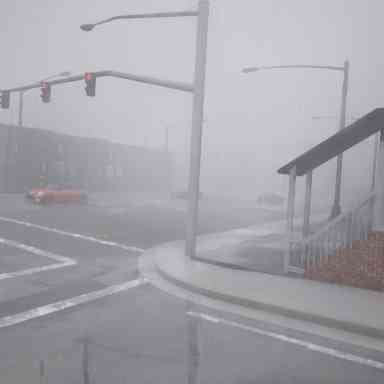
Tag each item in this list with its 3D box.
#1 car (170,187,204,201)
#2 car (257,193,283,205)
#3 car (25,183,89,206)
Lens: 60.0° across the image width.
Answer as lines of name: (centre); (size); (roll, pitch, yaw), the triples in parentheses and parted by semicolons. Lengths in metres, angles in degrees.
car: (-0.517, 0.222, 38.962); (2.128, 1.511, 4.902); (5, 3, 36)
car: (9.610, 0.780, 40.773); (1.994, 1.385, 4.181); (5, 3, 36)
car: (-10.241, 0.078, 25.420); (2.097, 1.767, 4.553); (5, 3, 35)
